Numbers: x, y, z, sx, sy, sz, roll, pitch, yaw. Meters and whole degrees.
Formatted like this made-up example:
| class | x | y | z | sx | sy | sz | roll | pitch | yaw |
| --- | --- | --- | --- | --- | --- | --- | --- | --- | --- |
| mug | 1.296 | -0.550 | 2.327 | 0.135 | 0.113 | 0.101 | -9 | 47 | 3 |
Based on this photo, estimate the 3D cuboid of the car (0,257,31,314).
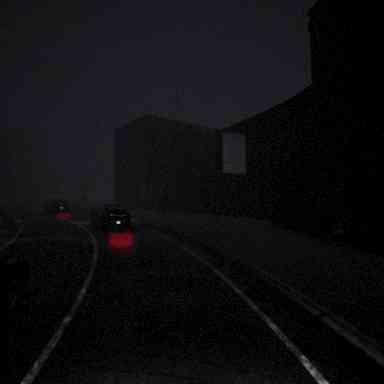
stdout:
| class | x | y | z | sx | sy | sz | roll | pitch | yaw |
| --- | --- | --- | --- | --- | --- | --- | --- | --- | --- |
| car | -4.051 | 1.605 | 4.746 | 1.895 | 1.301 | 4.718 | 0 | 0 | -8 |

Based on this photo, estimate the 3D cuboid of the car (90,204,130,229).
| class | x | y | z | sx | sy | sz | roll | pitch | yaw |
| --- | --- | --- | --- | --- | --- | --- | --- | --- | --- |
| car | -5.404 | 1.532 | 21.786 | 1.837 | 1.490 | 4.892 | 2 | -1 | -26 |

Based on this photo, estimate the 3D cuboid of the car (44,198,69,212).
| class | x | y | z | sx | sy | sz | roll | pitch | yaw |
| --- | --- | --- | --- | --- | --- | --- | --- | --- | --- |
| car | -15.258 | 1.400 | 37.450 | 1.837 | 1.490 | 4.892 | 3 | -1 | -35 |
